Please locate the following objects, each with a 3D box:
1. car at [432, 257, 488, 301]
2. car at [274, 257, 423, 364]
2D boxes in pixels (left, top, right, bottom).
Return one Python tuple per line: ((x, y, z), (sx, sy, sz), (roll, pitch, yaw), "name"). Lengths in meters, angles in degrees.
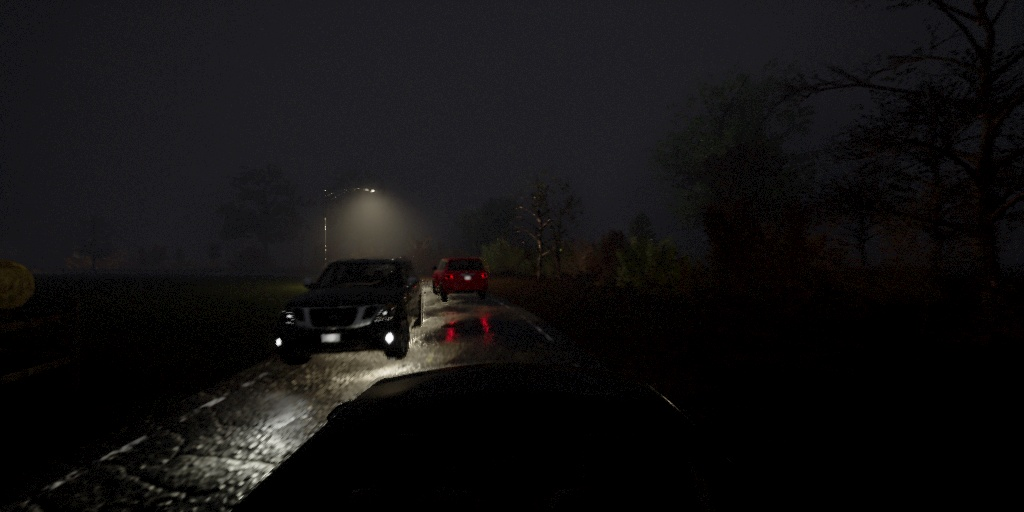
((-2.814, 1.092, 18.565), (2.150, 2.045, 5.566), (0, 0, -18), "car")
((-3.475, 1.050, 8.784), (2.150, 2.045, 5.566), (0, 0, -9), "car")
